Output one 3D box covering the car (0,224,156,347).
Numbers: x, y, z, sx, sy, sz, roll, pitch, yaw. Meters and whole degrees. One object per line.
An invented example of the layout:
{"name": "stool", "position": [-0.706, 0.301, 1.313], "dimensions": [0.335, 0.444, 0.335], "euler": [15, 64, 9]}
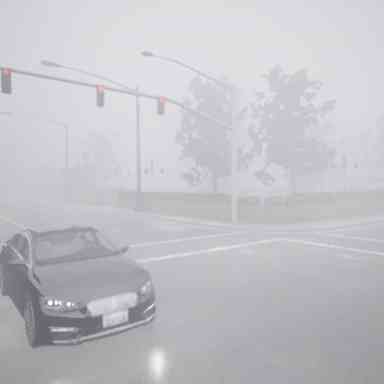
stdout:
{"name": "car", "position": [-2.488, 1.441, 6.477], "dimensions": [2.128, 1.511, 4.902], "euler": [-2, 1, -36]}
